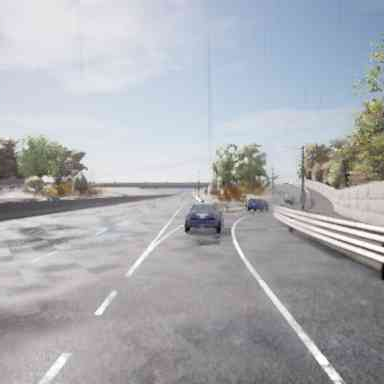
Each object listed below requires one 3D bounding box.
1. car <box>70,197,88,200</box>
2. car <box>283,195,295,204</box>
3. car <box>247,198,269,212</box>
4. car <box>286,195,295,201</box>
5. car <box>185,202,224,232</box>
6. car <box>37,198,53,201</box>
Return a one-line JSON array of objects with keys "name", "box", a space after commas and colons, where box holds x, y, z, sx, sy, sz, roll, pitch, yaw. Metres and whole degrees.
[{"name": "car", "box": [-20.998, 1.728, 63.522, 1.837, 1.490, 4.892, 0, 0, 0]}, {"name": "car", "box": [22.845, 2.090, 79.040, 1.837, 1.490, 4.892, 0, 2, 20]}, {"name": "car", "box": [10.006, 1.986, 50.062, 2.150, 2.045, 5.566, 0, -1, 26]}, {"name": "car", "box": [26.329, 1.564, 88.488, 2.033, 1.411, 5.357, 0, 4, 19]}, {"name": "car", "box": [0.873, 1.426, 20.806, 2.097, 1.767, 4.553, 0, 0, 8]}, {"name": "car", "box": [-27.994, 1.780, 63.327, 1.994, 1.385, 4.181, 0, 0, 0]}]
